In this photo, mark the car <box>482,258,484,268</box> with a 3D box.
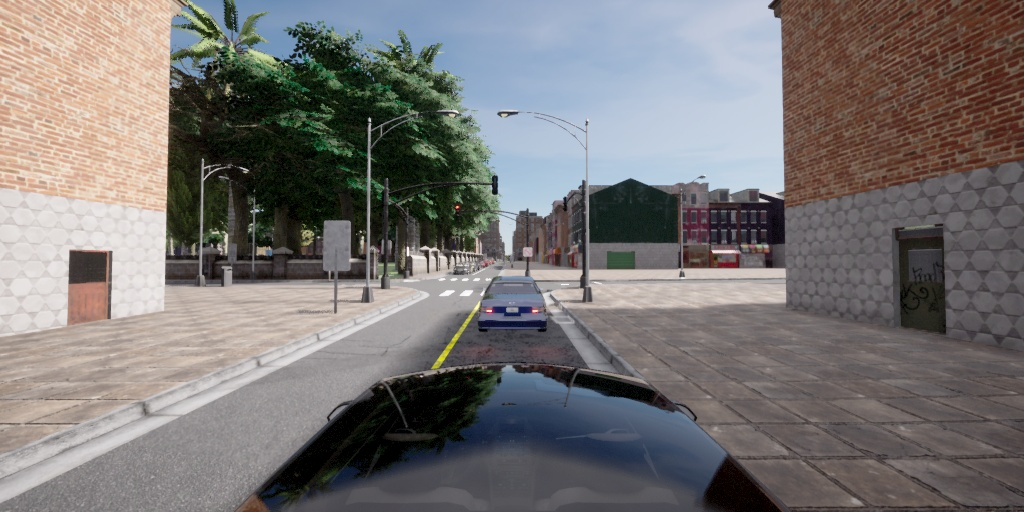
[{"bbox_3d":[-5.562,1.375,52.581,1.948,1.339,4.313,0,0,0],"label":"car"}]

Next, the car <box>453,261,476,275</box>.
[{"bbox_3d":[-5.497,1.336,39.996,2.007,1.370,4.403,0,0,0],"label":"car"}]

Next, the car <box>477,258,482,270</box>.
[{"bbox_3d":[-5.522,1.348,47.131,2.007,1.370,4.403,0,0,0],"label":"car"}]

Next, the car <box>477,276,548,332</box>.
[{"bbox_3d":[0.027,1.302,10.850,2.033,1.411,5.357,0,0,1],"label":"car"}]

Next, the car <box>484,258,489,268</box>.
[{"bbox_3d":[-5.641,1.422,63.481,1.802,1.307,4.207,0,0,0],"label":"car"}]
